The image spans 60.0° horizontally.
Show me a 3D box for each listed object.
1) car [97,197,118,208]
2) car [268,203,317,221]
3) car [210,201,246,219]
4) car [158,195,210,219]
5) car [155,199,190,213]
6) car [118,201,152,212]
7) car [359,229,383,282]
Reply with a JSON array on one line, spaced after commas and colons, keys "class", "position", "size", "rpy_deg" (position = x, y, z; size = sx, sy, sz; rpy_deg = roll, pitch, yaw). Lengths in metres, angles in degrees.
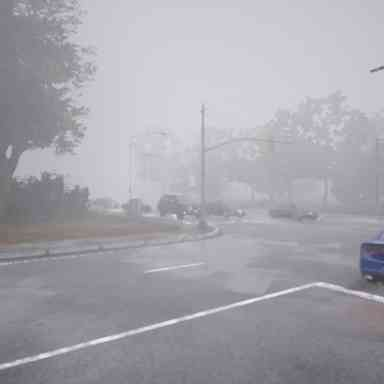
[{"class": "car", "position": [-11.782, 1.484, 46.308], "size": [2.128, 1.511, 4.902], "rpy_deg": [0, 0, -34]}, {"class": "car", "position": [8.327, 1.614, 27.801], "size": [1.994, 1.385, 4.181], "rpy_deg": [0, 0, -28]}, {"class": "car", "position": [2.788, 1.535, 30.103], "size": [2.128, 1.511, 4.902], "rpy_deg": [0, 0, -33]}, {"class": "car", "position": [-1.082, 1.257, 29.707], "size": [2.150, 2.045, 5.566], "rpy_deg": [0, 0, -31]}, {"class": "car", "position": [-2.262, 1.542, 38.049], "size": [1.837, 1.490, 4.892], "rpy_deg": [0, 0, -32]}, {"class": "car", "position": [-6.340, 1.626, 37.936], "size": [1.895, 1.301, 4.718], "rpy_deg": [0, 0, -33]}, {"class": "car", "position": [6.177, 1.500, 8.720], "size": [5.008, 1.535, 1.882], "rpy_deg": [0, 0, -42]}]
